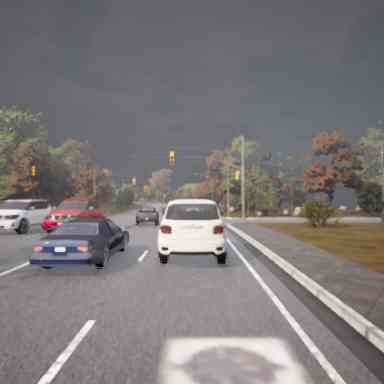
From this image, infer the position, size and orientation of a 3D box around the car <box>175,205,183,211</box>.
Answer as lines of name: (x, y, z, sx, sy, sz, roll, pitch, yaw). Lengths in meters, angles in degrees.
car: (-3.518, 4.147, 88.516, 1.994, 1.385, 4.181, 0, 0, 0)

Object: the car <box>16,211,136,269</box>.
car: (-3.475, 1.595, 11.286, 2.033, 1.411, 5.357, 0, -1, 0)

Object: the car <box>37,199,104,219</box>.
car: (-7.040, 1.457, 20.548, 2.150, 2.045, 5.566, 0, -2, 1)

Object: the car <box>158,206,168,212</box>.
car: (-7.016, 4.111, 81.249, 2.033, 1.411, 5.357, 0, 0, 0)

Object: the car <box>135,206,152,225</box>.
car: (-3.853, 2.032, 28.578, 2.128, 1.511, 4.902, 0, -3, -7)

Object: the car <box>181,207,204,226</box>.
car: (0.039, 2.048, 28.607, 1.837, 1.490, 4.892, 0, -2, 0)

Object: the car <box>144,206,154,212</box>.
car: (-10.516, 4.123, 81.235, 1.994, 1.385, 4.181, 0, 0, 0)

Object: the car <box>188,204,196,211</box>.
car: (-0.018, 4.095, 88.517, 1.837, 1.490, 4.892, 0, 0, 0)

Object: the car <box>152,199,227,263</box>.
car: (0.032, 1.282, 12.298, 2.150, 2.045, 5.566, 0, 0, 0)

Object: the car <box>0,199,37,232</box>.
car: (-10.540, 1.457, 20.556, 2.150, 2.045, 5.566, 0, -2, 1)
